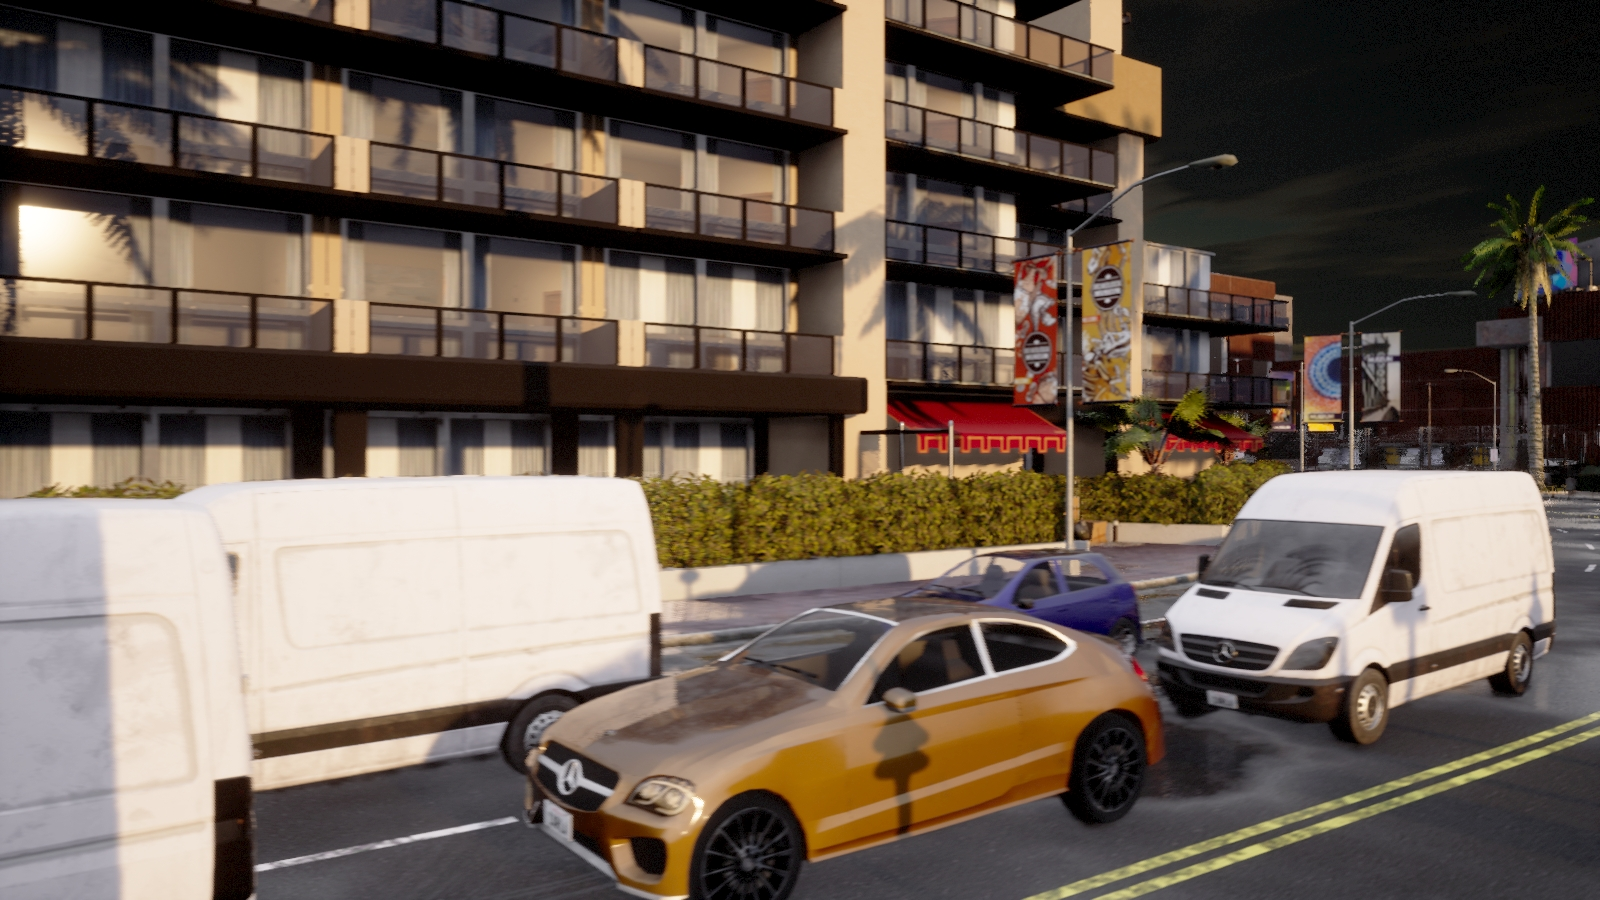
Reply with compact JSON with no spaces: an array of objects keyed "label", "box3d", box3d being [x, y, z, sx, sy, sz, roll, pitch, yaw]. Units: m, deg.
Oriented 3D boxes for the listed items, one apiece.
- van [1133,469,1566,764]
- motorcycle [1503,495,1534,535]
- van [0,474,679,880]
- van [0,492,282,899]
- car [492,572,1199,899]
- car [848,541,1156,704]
[{"label":"van","box3d":[6.384,1.534,12.858,5.915,2.561,1.988,0,0,-38]},{"label":"motorcycle","box3d":[24.559,2.205,39.025,0.867,1.251,2.209,0,0,33]},{"label":"van","box3d":[-4.091,1.534,9.517,5.915,2.561,1.988,0,0,-36]},{"label":"van","box3d":[-5.358,1.534,4.325,5.915,2.561,1.988,0,0,-35]},{"label":"car","box3d":[0.530,1.992,8.535,5.027,1.651,2.152,0,0,-36]},{"label":"car","box3d":[2.596,2.038,14.388,3.633,1.501,1.845,0,0,-38]}]
